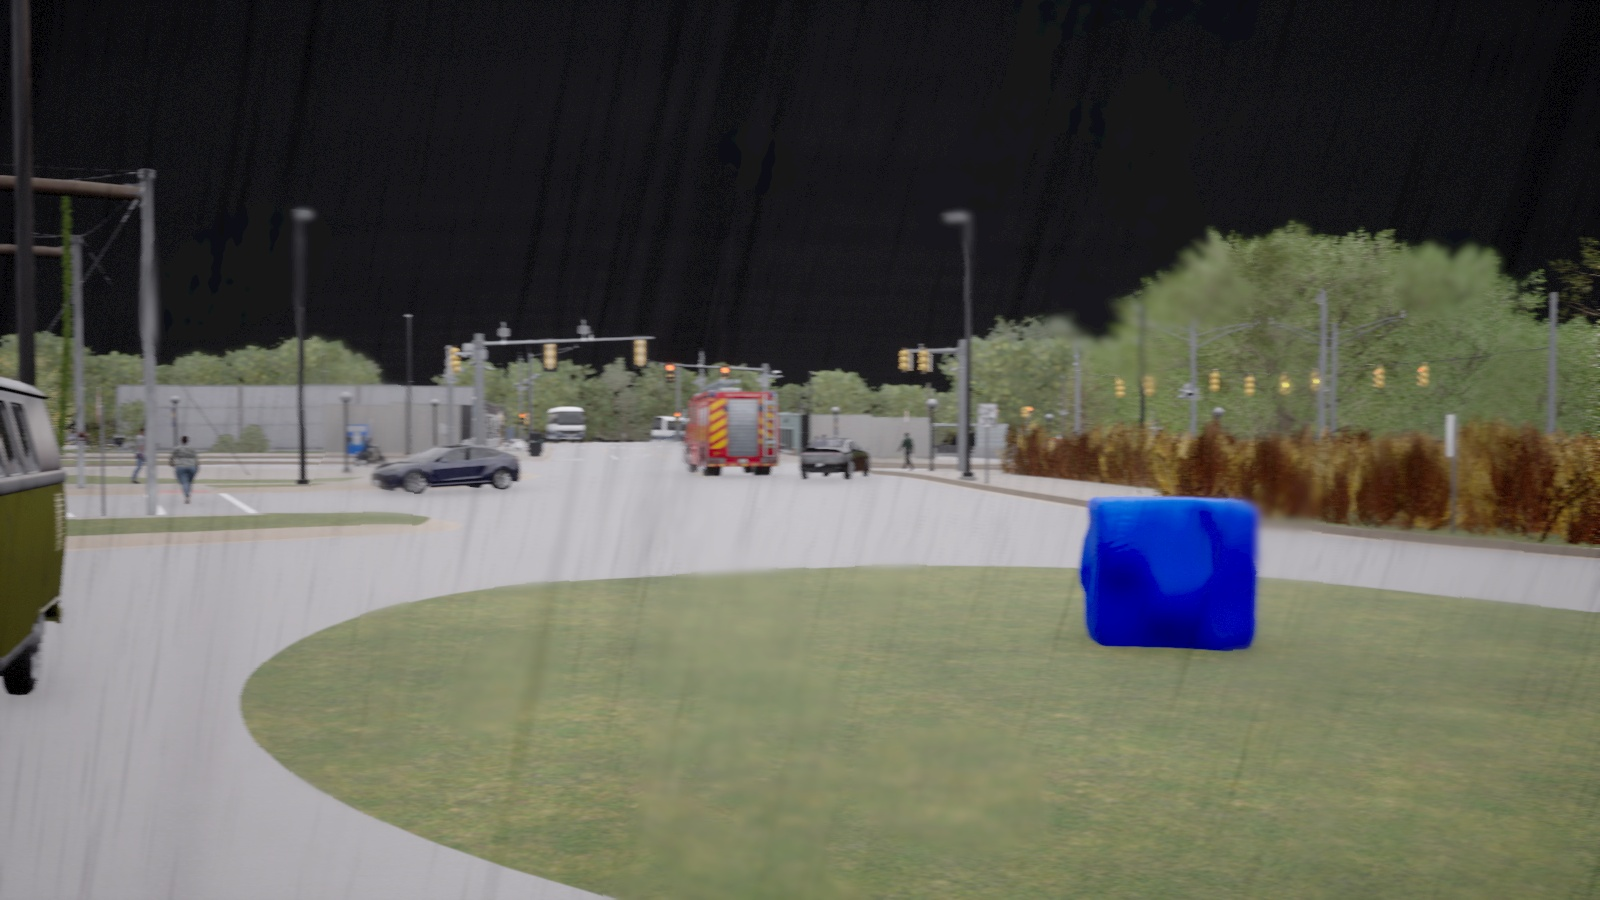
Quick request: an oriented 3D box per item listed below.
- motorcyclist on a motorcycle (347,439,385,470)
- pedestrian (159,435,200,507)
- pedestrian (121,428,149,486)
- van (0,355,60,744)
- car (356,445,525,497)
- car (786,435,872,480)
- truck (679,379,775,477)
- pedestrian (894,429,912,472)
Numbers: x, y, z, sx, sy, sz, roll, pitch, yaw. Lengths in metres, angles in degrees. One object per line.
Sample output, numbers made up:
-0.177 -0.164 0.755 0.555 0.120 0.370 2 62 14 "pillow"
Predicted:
-23.123 0.241 66.932 1.817 1.590 0.866 1 1 -16 "motorcyclist on a motorcycle"
-16.599 0.543 33.588 0.874 1.855 0.900 -1 2 -30 "pedestrian"
-21.370 0.231 40.347 0.706 1.836 0.354 -2 2 -40 "pedestrian"
-4.903 0.506 6.084 1.775 1.987 4.442 1 0 -24 "van"
-11.579 0.632 40.687 4.792 1.488 2.163 -2 2 -44 "car"
1.151 0.242 46.534 2.128 1.511 4.902 0 1 15 "car"
-3.262 -0.870 53.255 2.891 3.827 8.468 -1 0 -11 "truck"
4.753 0.013 58.094 0.423 1.949 0.788 -1 2 -31 "pedestrian"
